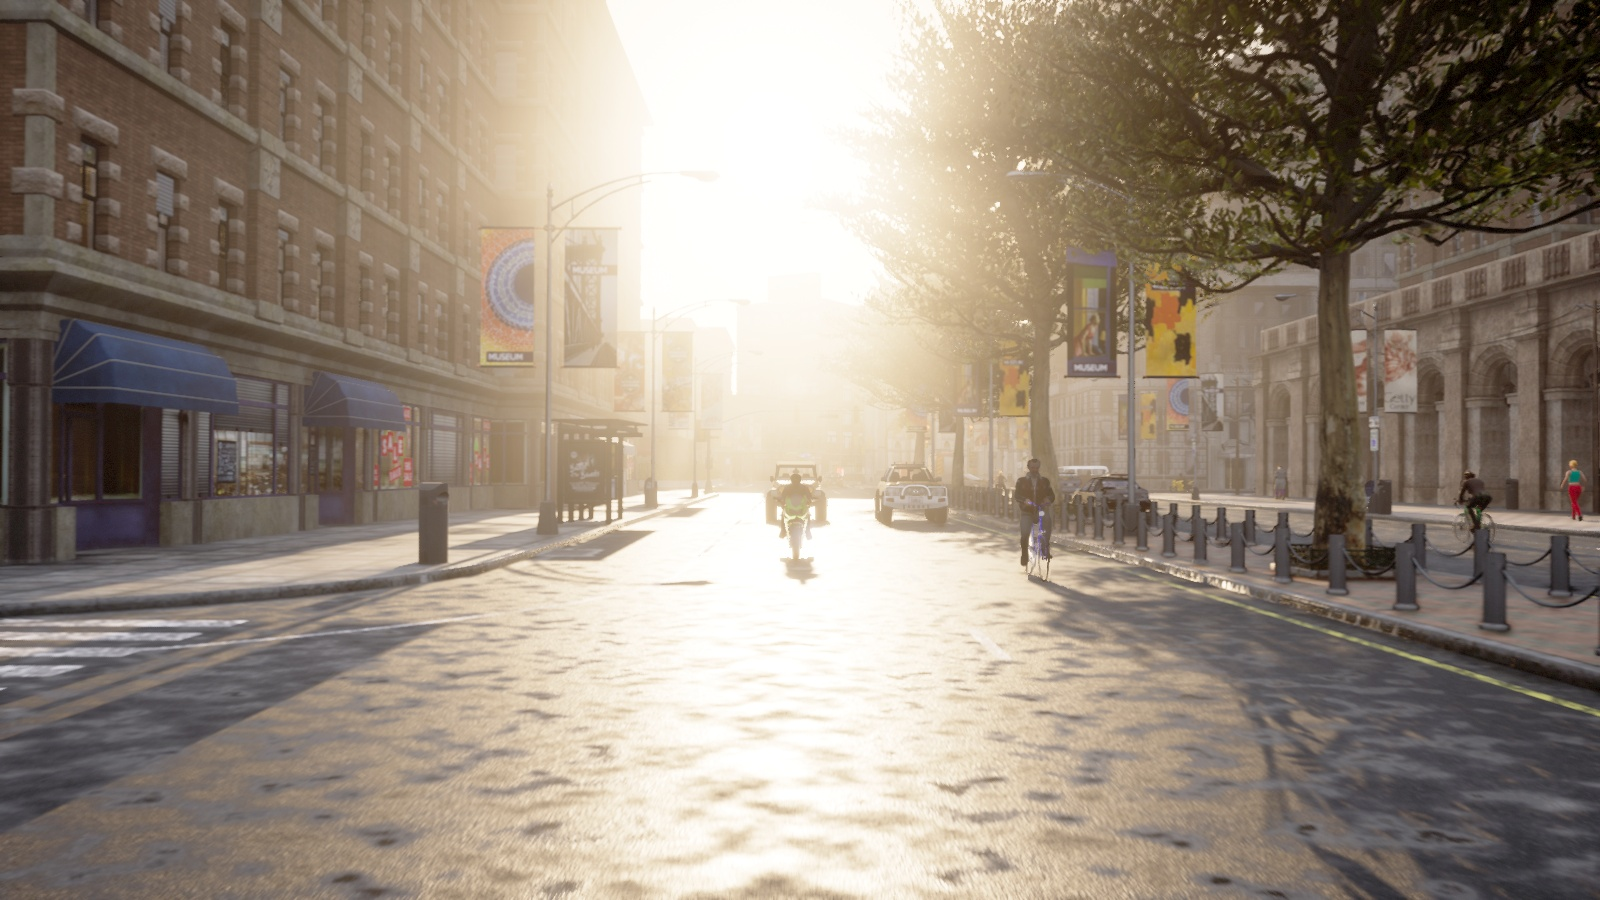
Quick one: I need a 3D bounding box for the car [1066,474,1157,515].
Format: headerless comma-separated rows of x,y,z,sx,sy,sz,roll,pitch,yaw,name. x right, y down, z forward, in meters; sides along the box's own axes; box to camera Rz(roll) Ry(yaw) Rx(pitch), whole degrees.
11.374,1.591,46.250,2.033,1.411,5.357,0,-1,0,car

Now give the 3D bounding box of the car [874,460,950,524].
3.393,1.267,38.780,1.932,1.855,4.605,0,-1,0,car

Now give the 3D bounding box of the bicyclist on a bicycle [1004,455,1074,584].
3.449,0.977,18.262,0.659,1.776,1.843,0,-1,0,bicyclist on a bicycle

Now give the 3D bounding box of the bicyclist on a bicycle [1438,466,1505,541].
14.923,1.176,27.958,0.582,1.620,1.656,0,-1,0,bicyclist on a bicycle

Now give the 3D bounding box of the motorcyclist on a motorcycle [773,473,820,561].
-0.063,1.177,22.727,0.797,1.523,2.044,0,-1,0,motorcyclist on a motorcycle

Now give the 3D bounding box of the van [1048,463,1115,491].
21.343,2.049,95.368,4.480,2.038,2.069,0,-1,-11,van

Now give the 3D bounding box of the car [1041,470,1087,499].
14.792,1.915,70.569,1.789,1.549,3.705,0,-1,0,car

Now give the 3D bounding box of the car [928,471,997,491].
12.356,2.363,95.491,4.792,1.488,2.163,-1,-1,37,car

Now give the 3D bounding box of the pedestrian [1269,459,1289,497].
24.841,1.463,65.154,0.659,1.952,0.873,0,-1,0,pedestrian

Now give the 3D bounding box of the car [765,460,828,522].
-0.111,1.288,40.438,1.905,1.878,3.866,0,-1,0,car

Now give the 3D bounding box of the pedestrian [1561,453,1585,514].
23.357,1.013,37.968,0.345,1.836,0.594,0,-1,1,pedestrian
